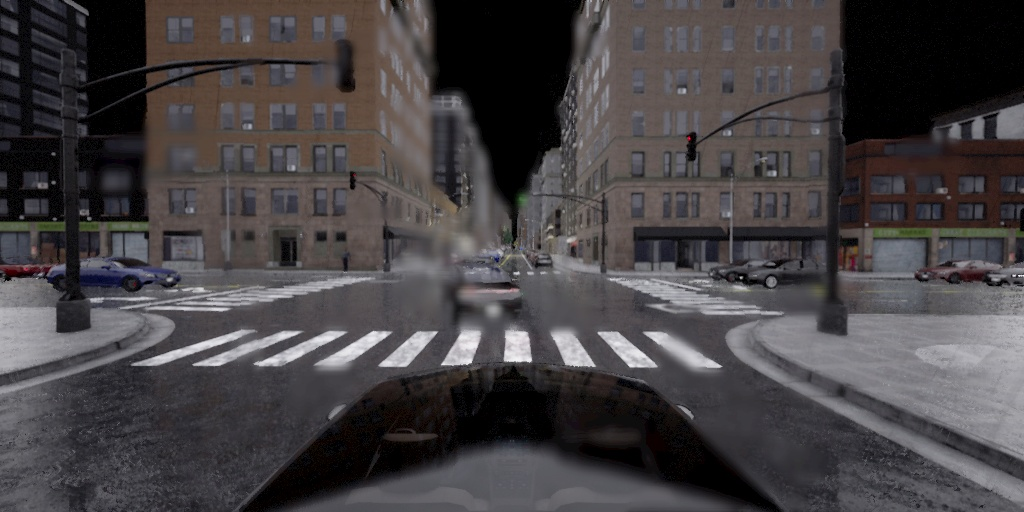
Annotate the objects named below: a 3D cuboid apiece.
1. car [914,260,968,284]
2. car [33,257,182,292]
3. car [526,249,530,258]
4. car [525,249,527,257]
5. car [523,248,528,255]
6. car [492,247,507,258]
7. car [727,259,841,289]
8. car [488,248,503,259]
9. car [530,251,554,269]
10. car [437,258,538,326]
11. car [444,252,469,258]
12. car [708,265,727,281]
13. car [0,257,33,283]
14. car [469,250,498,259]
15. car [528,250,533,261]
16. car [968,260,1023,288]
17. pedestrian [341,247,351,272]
[{"bbox_3d":[27.901,0.974,22.163,4.674,1.442,1.812,0,1,1],"label":"car"},{"bbox_3d":[-17.406,0.764,15.783,4.674,1.442,1.812,0,1,-1],"label":"car"},{"bbox_3d":[3.138,0.134,45.303,2.007,1.370,4.403,0,0,1],"label":"car"},{"bbox_3d":[3.211,-0.020,50.831,1.888,1.381,4.507,0,0,1],"label":"car"},{"bbox_3d":[3.356,-0.297,61.888,1.948,1.339,4.313,0,0,1],"label":"car"},{"bbox_3d":[-2.346,-0.322,61.325,1.812,1.442,4.674,0,1,2],"label":"car"},{"bbox_3d":[14.540,0.916,19.009,4.892,1.490,1.837,0,1,-1],"label":"car"},{"bbox_3d":[-2.599,0.035,46.289,1.882,1.535,5.008,0,2,1],"label":"car"},{"bbox_3d":[2.994,0.446,34.247,1.948,1.339,4.313,0,0,1],"label":"car"},{"bbox_3d":[-1.107,1.000,10.774,2.128,1.511,4.902,0,2,-16],"label":"car"},{"bbox_3d":[-5.532,0.460,34.354,1.802,1.307,4.207,0,0,1],"label":"car"},{"bbox_3d":[14.723,0.884,22.264,4.674,1.442,1.812,0,1,1],"label":"car"},{"bbox_3d":[-27.575,0.703,19.309,4.718,1.301,1.895,0,1,0],"label":"car"},{"bbox_3d":[-2.755,0.428,34.868,1.994,1.385,4.181,0,2,1],"label":"car"},{"bbox_3d":[3.066,0.277,39.775,1.888,1.381,4.507,0,0,1],"label":"car"},{"bbox_3d":[28.012,0.990,18.913,4.902,1.511,2.128,0,1,0],"label":"car"},{"bbox_3d":[-12.350,0.235,26.597,0.375,1.860,0.375,0,1,0],"label":"pedestrian"}]
